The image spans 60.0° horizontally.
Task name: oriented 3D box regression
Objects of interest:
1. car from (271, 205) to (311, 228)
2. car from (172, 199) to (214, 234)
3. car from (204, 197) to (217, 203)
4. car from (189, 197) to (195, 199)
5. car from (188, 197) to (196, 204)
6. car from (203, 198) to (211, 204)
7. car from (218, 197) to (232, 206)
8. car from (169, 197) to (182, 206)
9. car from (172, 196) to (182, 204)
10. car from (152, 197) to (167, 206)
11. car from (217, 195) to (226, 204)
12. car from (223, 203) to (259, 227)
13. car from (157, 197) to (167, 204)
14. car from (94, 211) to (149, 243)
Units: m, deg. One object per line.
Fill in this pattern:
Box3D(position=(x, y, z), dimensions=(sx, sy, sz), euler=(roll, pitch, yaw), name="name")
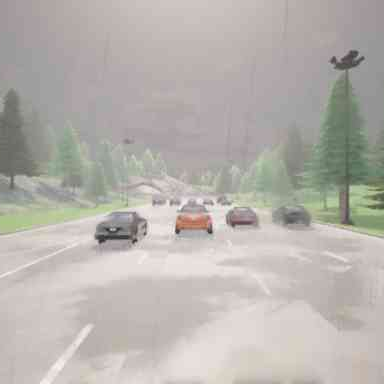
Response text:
Box3D(position=(7.103, 1.701, 24.227), dimensions=(1.837, 1.490, 4.892), euler=(0, 0, 0), name="car")
Box3D(position=(0.102, 1.519, 20.688), dimensions=(2.097, 1.767, 4.553), euler=(0, -1, 0), name="car")
Box3D(position=(3.504, 2.106, 68.424), dimensions=(1.994, 1.385, 4.181), euler=(0, 0, 0), name="car")
Box3D(position=(0.004, 2.106, 68.424), dimensions=(1.994, 1.385, 4.181), euler=(0, 0, 0), name="car")
Box3D(position=(0.004, 2.020, 78.459), dimensions=(1.882, 1.535, 5.008), euler=(0, 0, 0), name="car")
Box3D(position=(3.504, 2.066, 78.459), dimensions=(1.812, 1.442, 4.674), euler=(0, 0, 0), name="car")
Box3D(position=(7.004, 2.148, 68.454), dimensions=(1.895, 1.301, 4.718), euler=(0, 0, 0), name="car")
Box3D(position=(-3.496, 1.900, 68.429), dimensions=(2.097, 1.767, 4.553), euler=(0, 0, 0), name="car")
Box3D(position=(-3.496, 1.897, 78.431), dimensions=(2.097, 1.767, 4.553), euler=(0, 0, 0), name="car")
Box3D(position=(-6.996, 1.900, 68.430), dimensions=(2.097, 1.767, 4.553), euler=(0, 0, 0), name="car")
Box3D(position=(7.004, 1.767, 78.491), dimensions=(2.150, 2.045, 5.566), euler=(0, 0, 0), name="car")
Box3D(position=(3.602, 1.761, 24.318), dimensions=(1.994, 1.385, 4.181), euler=(0, 0, 0), name="car")
Box3D(position=(-6.996, 2.039, 78.043), dimensions=(1.837, 1.490, 4.892), euler=(0, 0, 0), name="car")
Box3D(position=(-3.399, 1.684, 16.808), dimensions=(2.033, 1.411, 5.357), euler=(0, 0, 0), name="car")
